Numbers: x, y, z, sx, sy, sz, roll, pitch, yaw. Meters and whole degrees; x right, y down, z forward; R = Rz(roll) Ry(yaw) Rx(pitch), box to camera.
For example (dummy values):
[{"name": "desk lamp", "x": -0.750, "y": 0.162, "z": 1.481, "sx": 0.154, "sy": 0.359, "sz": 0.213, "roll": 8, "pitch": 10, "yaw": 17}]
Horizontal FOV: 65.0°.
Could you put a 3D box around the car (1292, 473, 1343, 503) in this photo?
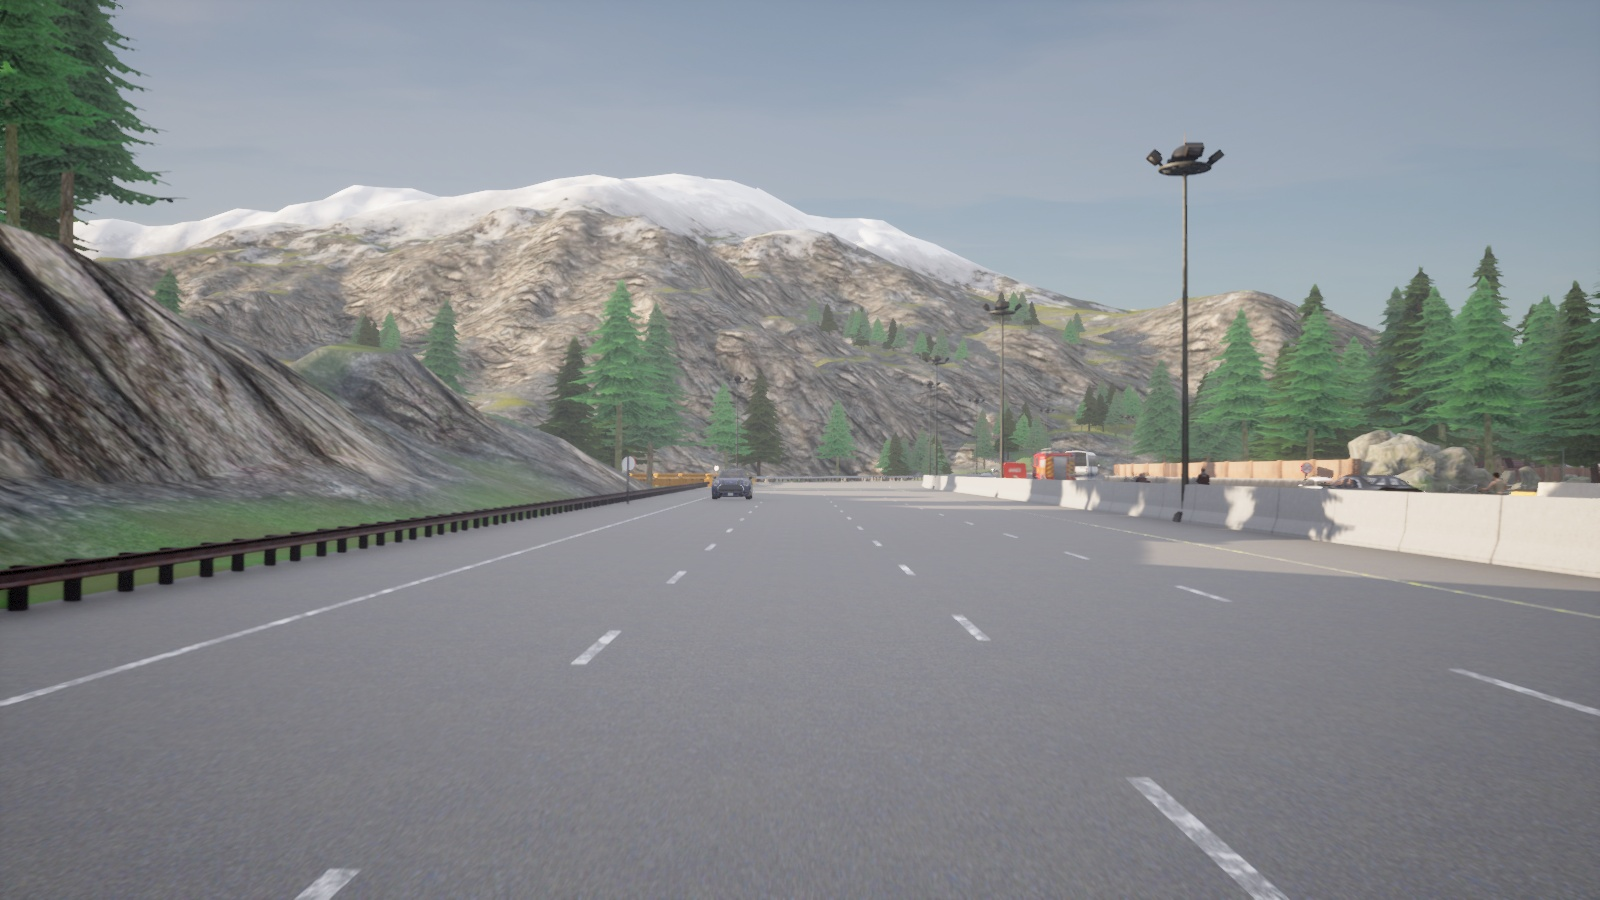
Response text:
[{"name": "car", "x": 24.357, "y": 1.761, "z": 59.121, "sx": 1.481, "sy": 1.376, "sz": 2.207, "roll": 0, "pitch": 0, "yaw": 0}]

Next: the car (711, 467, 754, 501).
[{"name": "car", "x": -3.667, "y": 1.838, "z": 68.710, "sx": 2.097, "sy": 1.767, "sz": 4.553, "roll": 0, "pitch": -1, "yaw": 0}]

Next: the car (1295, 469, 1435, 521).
[{"name": "car", "x": 17.405, "y": 1.352, "z": 38.979, "sx": 2.128, "sy": 1.511, "sz": 4.902, "roll": 0, "pitch": -1, "yaw": 0}]
